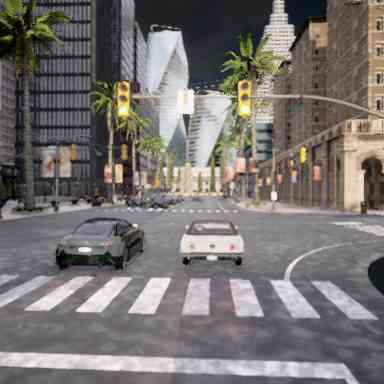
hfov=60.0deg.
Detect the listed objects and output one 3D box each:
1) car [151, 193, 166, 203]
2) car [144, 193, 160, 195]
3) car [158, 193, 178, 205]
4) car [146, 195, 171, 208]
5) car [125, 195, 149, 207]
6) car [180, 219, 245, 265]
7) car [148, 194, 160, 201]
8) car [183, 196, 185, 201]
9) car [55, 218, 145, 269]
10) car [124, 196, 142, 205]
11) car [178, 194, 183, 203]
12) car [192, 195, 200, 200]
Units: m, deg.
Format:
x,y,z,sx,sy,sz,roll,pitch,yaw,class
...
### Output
x,y,z,sx,sy,sz,roll,pitch,yaw,class
-6.870,1.161,68.691,2.150,2.045,5.566,0,0,3,car
-7.476,1.162,57.963,2.150,2.045,5.566,0,0,3,car
-4.054,1.430,56.719,1.882,1.535,5.008,0,0,4,car
-4.624,1.504,47.040,2.033,1.411,5.357,0,0,3,car
-8.040,1.509,48.687,1.994,1.385,4.181,0,0,3,car
0.695,1.596,11.754,1.895,1.301,4.718,0,0,3,car
-9.308,1.275,81.536,2.185,1.767,4.553,0,0,2,car
-2.904,1.298,76.947,2.097,1.767,4.553,0,0,3,car
-2.828,1.548,11.091,1.994,1.385,4.181,0,0,3,car
-10.560,1.443,59.640,2.161,1.482,4.786,0,0,2,car
-3.474,1.474,66.762,1.812,1.442,4.674,0,0,3,car
1.088,1.489,88.250,2.033,1.411,5.357,0,0,2,car
